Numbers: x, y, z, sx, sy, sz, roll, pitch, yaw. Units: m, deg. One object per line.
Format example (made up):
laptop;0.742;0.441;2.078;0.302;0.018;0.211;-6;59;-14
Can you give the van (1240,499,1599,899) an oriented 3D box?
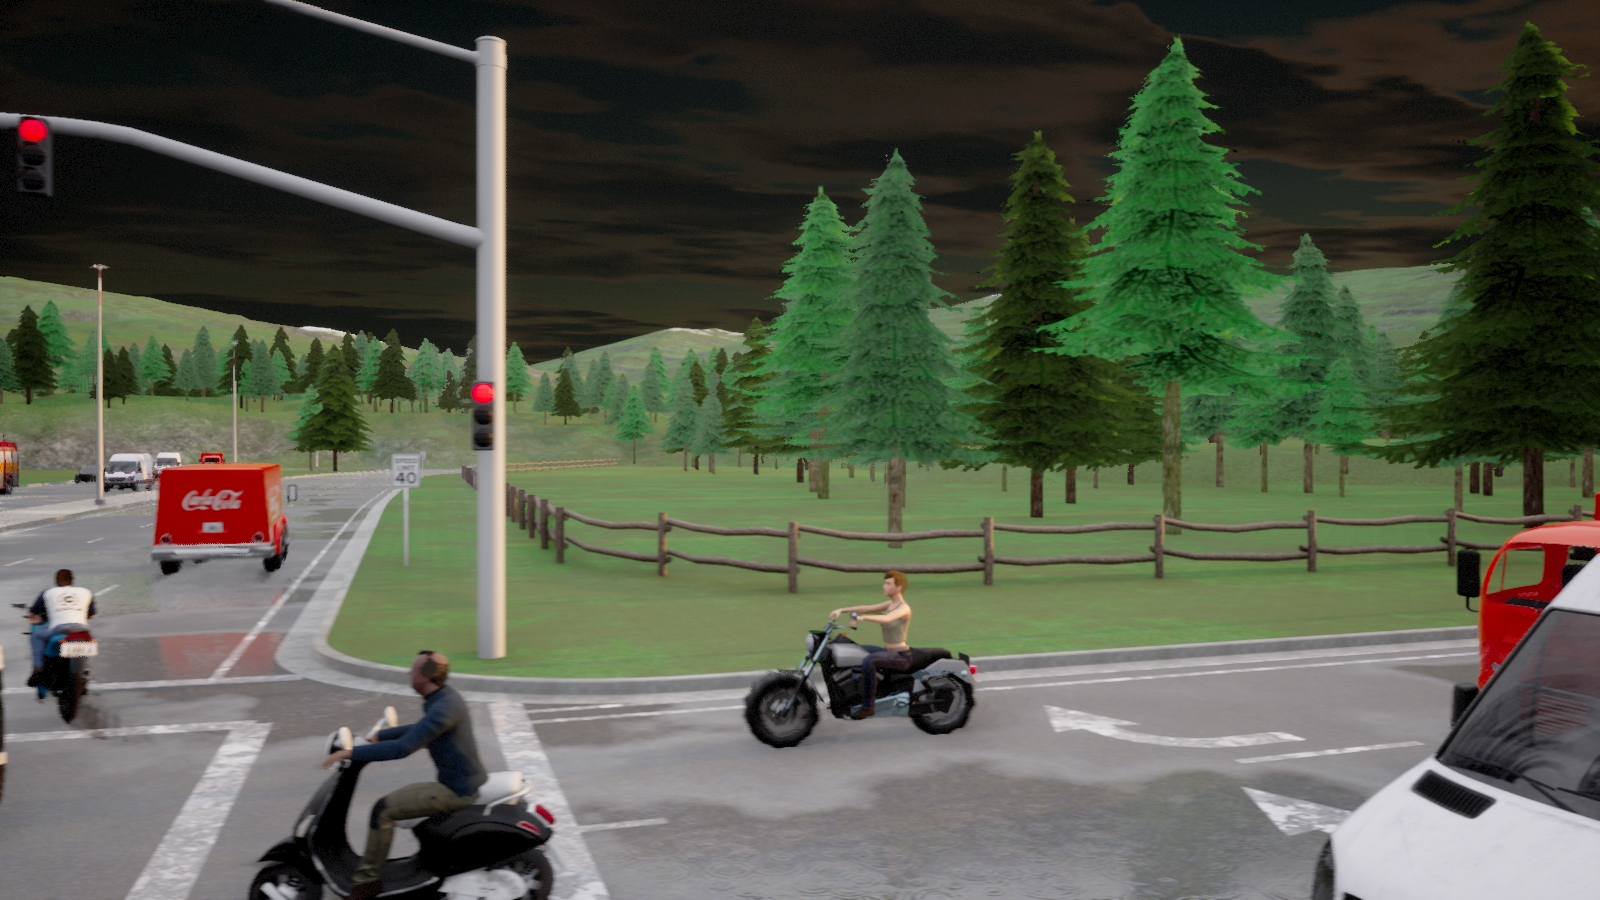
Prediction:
van;5.110;1.531;5.174;5.915;2.561;1.988;0;0;-19

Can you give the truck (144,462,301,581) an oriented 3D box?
truck;-13.680;1.573;27.475;2.627;2.467;5.204;0;0;-18

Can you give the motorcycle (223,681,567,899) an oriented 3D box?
motorcycle;-2.304;2.141;6.744;1.805;1.316;0.856;0;0;-11

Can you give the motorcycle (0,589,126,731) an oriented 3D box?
motorcycle;-7.974;2.187;12.256;0.803;1.199;2.033;6;-4;-41

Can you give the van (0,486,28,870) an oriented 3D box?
van;-8.398;1.536;8.012;5.915;2.561;1.988;0;0;22

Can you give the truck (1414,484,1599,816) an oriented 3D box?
truck;8.444;1.568;9.900;5.204;2.467;2.627;0;0;-18

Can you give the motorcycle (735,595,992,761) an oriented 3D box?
motorcycle;0.609;2.152;11.037;2.356;1.307;0.764;0;0;-18
